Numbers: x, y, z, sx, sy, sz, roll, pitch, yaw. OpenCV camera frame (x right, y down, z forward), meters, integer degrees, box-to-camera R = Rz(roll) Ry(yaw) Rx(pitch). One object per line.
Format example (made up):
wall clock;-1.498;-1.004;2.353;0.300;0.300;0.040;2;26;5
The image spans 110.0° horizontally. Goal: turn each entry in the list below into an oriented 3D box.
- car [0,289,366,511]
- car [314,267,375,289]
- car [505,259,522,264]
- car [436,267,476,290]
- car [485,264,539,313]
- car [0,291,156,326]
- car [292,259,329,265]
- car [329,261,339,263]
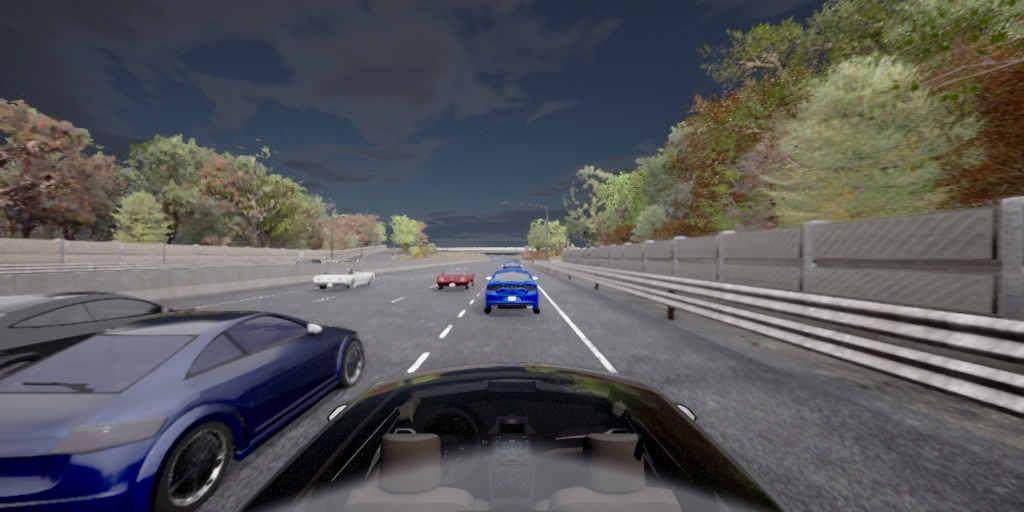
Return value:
car;-3.397;1.316;4.228;1.994;1.385;4.181;0;0;0
car;-10.396;1.379;22.704;1.895;1.301;4.718;0;0;0
car;0.006;1.283;34.273;1.882;1.535;5.008;0;0;0
car;-3.396;1.379;22.690;1.895;1.301;4.718;0;0;0
car;0.001;1.242;14.134;1.882;1.535;5.008;0;0;0
car;-6.900;1.279;5.704;1.812;1.442;4.674;0;0;0
car;-24.544;1.184;42.978;2.097;1.767;4.553;0;0;1
car;-28.009;1.478;55.374;1.895;1.301;4.718;0;0;0
